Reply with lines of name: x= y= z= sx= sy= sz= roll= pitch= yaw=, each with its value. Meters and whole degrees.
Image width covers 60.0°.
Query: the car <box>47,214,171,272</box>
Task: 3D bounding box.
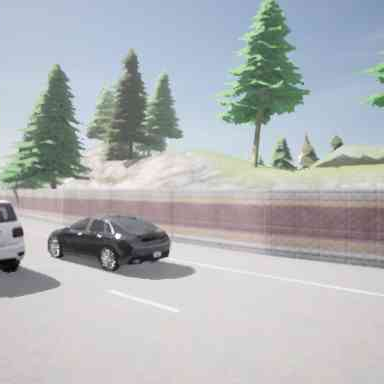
car: x=-2.848 y=1.490 z=10.822 sx=4.892 sy=1.490 sz=1.837 roll=0 pitch=0 yaw=39

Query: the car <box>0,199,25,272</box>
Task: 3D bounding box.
car: x=-6.895 y=1.185 z=9.637 sx=5.566 sy=2.045 sz=2.150 roll=0 pitch=0 yaw=41
